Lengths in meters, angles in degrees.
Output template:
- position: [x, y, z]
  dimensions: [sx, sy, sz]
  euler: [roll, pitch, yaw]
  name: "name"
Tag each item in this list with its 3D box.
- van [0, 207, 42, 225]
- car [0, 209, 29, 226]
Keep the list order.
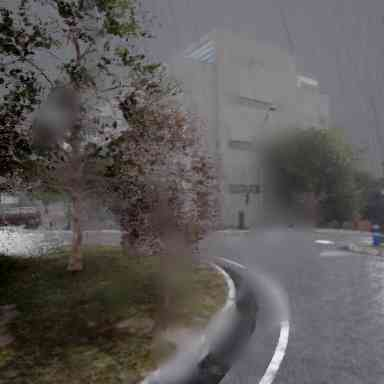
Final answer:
- position: [-18.971, 2.715, 36.699]
  dimensions: [4.442, 1.987, 1.878]
  euler: [0, -5, -40]
  name: "van"
- position: [-24.423, 3.369, 43.000]
  dimensions: [5.566, 2.045, 2.435]
  euler: [0, -5, -40]
  name: "car"
